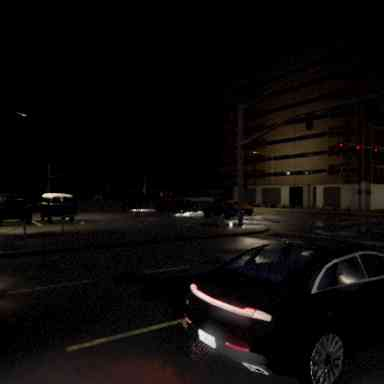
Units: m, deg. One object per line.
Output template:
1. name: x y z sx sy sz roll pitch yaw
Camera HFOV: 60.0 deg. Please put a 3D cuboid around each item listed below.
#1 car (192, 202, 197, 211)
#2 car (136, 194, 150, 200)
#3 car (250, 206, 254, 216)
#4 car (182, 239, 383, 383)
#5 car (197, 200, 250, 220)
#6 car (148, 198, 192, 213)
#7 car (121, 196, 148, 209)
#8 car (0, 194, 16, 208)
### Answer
1. car: -1.077 1.674 42.535 1.837 1.490 4.892 0 0 -34
2. car: -10.705 1.426 69.343 2.150 2.045 5.566 0 0 -34
3. car: 4.281 1.648 34.694 1.882 1.535 5.008 0 0 -34
4. car: 2.179 1.516 5.277 4.902 1.511 2.128 0 0 -34
5. car: 2.808 1.678 30.645 1.812 1.442 4.674 0 0 -34
6. car: -2.603 1.699 38.560 2.033 1.411 5.357 0 0 -34
7. car: -8.425 1.716 47.077 1.994 1.385 4.181 0 0 -35
8. car: -31.682 1.234 56.378 1.932 1.855 4.605 0 0 -34
